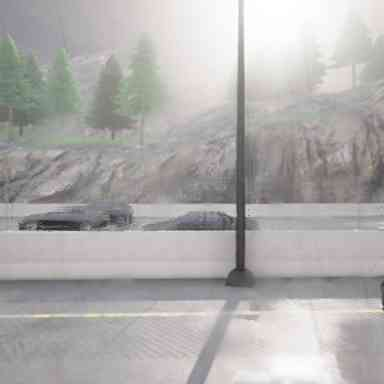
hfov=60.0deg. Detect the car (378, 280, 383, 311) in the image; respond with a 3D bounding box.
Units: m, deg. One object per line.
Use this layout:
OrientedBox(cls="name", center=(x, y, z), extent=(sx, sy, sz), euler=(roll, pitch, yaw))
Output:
OrientedBox(cls="car", center=(5.307, 1.509, 4.715), extent=(4.902, 1.511, 2.128), euler=(0, 0, -4))
